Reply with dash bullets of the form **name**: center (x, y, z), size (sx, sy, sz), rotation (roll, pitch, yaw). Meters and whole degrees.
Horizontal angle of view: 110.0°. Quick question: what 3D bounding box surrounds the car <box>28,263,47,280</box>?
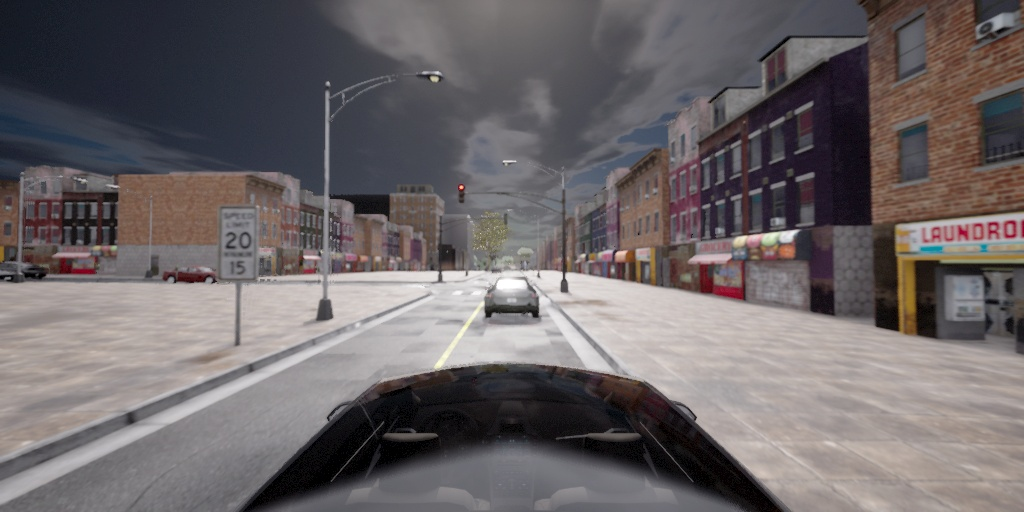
- **car**: center (-41.284, 1.262, 29.375), size (4.892, 1.490, 1.837), rotation (1, -1, 1)

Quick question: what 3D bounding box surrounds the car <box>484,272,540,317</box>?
- **car**: center (0.004, 1.469, 13.892), size (1.994, 1.385, 4.181), rotation (0, -1, 0)

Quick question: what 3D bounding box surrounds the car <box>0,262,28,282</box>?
- **car**: center (-39.720, 1.276, 26.701), size (4.313, 1.339, 1.948), rotation (0, 0, 0)

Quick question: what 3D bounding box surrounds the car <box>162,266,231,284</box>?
- **car**: center (-23.241, 1.414, 26.636), size (4.507, 1.381, 1.888), rotation (0, 0, 0)

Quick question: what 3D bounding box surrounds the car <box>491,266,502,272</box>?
- **car**: center (-2.773, 2.521, 65.276), size (1.895, 1.301, 4.718), rotation (0, -1, 1)
